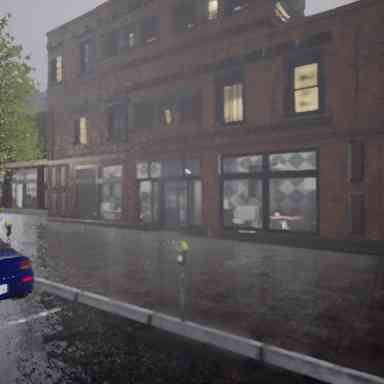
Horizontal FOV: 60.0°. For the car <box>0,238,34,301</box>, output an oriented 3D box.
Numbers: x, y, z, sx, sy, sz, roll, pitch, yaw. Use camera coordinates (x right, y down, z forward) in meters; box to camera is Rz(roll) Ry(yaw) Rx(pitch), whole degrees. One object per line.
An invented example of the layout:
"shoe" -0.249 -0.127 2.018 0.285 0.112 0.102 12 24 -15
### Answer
"car" -5.094 1.455 6.889 4.674 1.442 1.812 1 0 35
